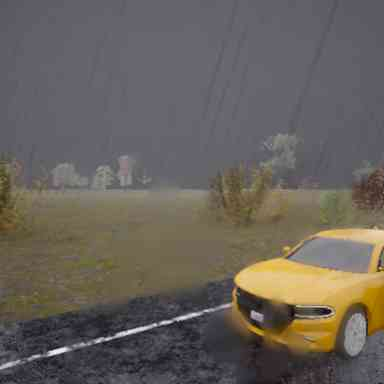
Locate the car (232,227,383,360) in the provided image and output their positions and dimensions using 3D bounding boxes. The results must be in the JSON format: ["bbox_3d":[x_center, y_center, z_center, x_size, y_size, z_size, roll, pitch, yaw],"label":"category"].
[{"bbox_3d":[2.947,1.454,6.085,5.008,1.535,1.882,0,0,-35],"label":"car"}]
